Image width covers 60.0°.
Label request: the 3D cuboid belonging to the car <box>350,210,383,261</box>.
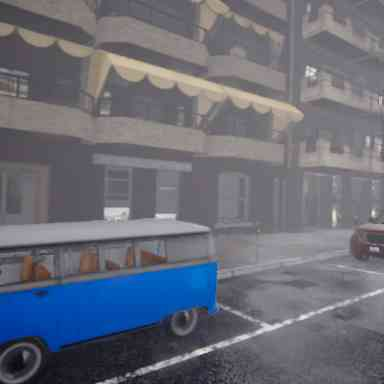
[{"bbox_3d":[7.543,1.427,11.450,5.009,1.841,2.192,1,1,-35],"label":"car"}]

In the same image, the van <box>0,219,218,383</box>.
[{"bbox_3d":[-1.462,1.355,5.028,3.998,1.788,1.690,1,1,-35],"label":"van"}]
